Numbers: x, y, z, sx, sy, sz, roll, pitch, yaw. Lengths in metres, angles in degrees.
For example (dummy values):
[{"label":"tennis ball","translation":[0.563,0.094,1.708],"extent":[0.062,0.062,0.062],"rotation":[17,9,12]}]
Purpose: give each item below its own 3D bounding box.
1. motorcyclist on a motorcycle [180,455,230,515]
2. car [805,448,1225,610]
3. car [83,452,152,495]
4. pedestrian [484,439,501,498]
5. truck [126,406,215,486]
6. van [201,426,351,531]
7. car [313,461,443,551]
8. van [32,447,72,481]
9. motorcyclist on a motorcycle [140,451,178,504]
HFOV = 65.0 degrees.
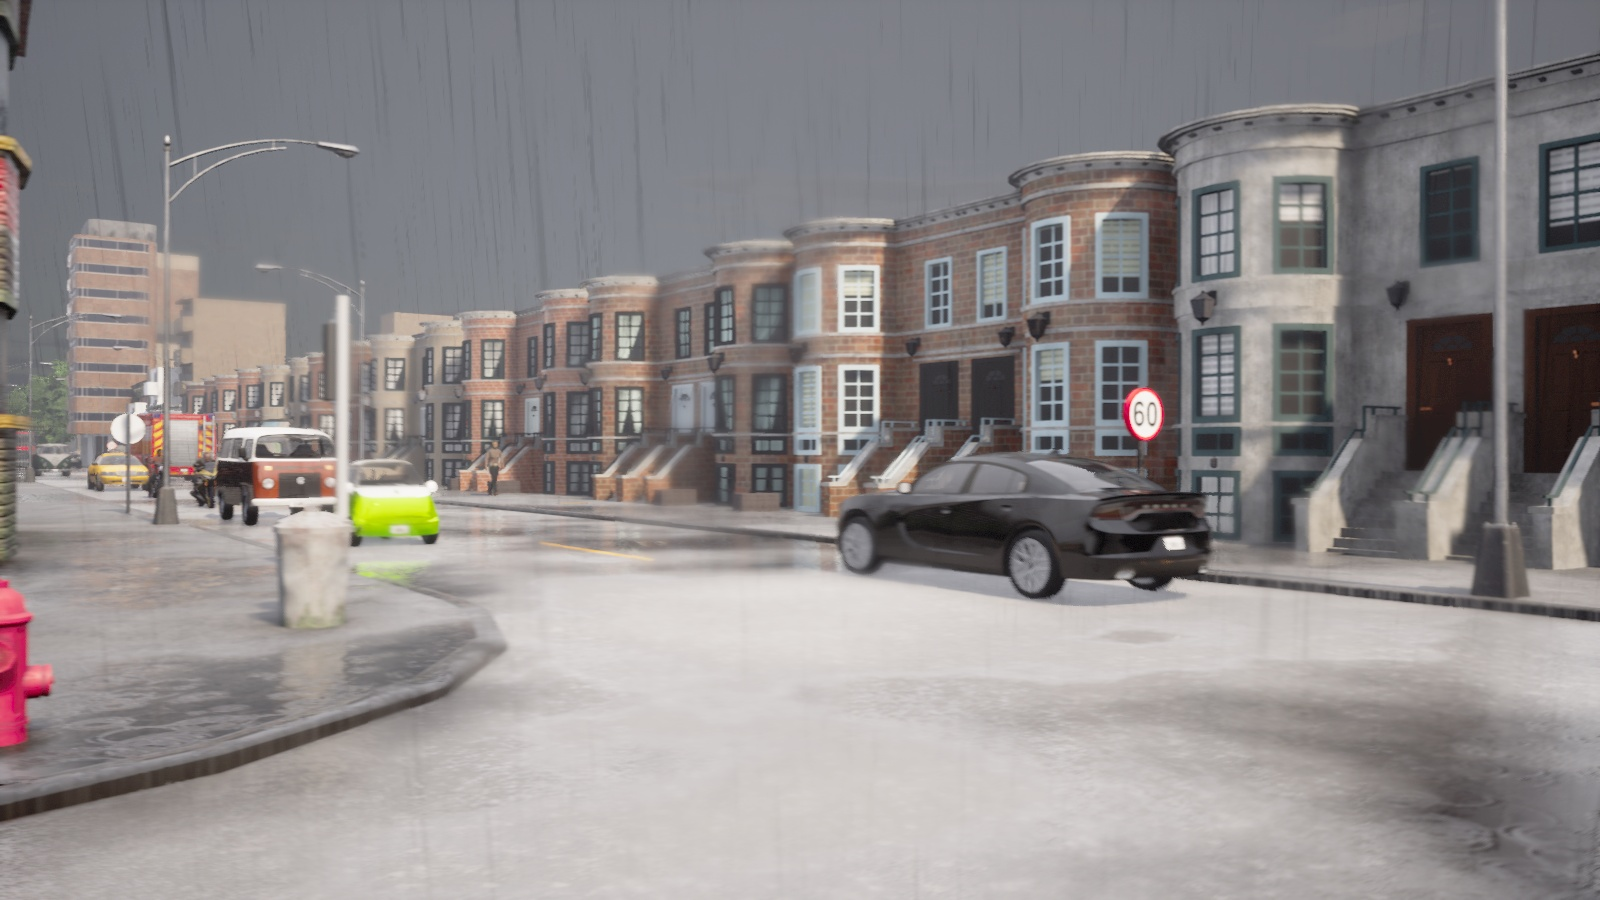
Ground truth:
[{"label":"motorcyclist on a motorcycle","translation":[-15.917,0.905,33.548],"extent":[0.866,1.530,2.191],"rotation":[0,0,-35]},{"label":"car","translation":[2.220,0.756,14.519],"extent":[1.882,1.535,5.008],"rotation":[0,0,-33]},{"label":"car","translation":[-26.830,0.874,49.279],"extent":[1.801,1.575,5.366],"rotation":[0,0,-35]},{"label":"pedestrian","translation":[-9.792,0.583,39.993],"extent":[0.331,1.846,0.634],"rotation":[0,0,-36]},{"label":"truck","translation":[-32.175,-0.178,64.002],"extent":[2.891,3.827,8.468],"rotation":[0,0,-35]},{"label":"van","translation":[-11.306,0.565,26.899],"extent":[2.069,2.038,4.480],"rotation":[0,0,-35]},{"label":"car","translation":[-6.966,0.870,20.649],"extent":[1.481,1.376,2.207],"rotation":[0,-1,-35]},{"label":"van","translation":[-44.888,0.798,75.311],"extent":[1.775,1.987,4.442],"rotation":[0,0,-35]},{"label":"motorcyclist on a motorcycle","translation":[-20.562,0.848,40.243],"extent":[0.766,1.649,2.350],"rotation":[0,0,-35]}]
